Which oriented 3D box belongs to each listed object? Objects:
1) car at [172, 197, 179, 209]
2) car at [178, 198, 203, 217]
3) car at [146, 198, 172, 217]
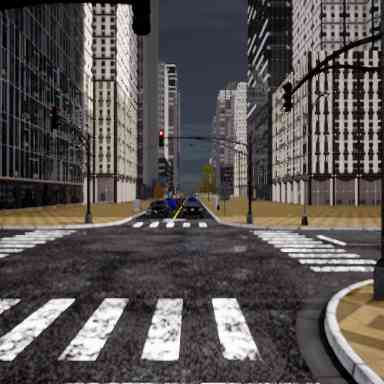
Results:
[{"bbox_3d":[-3.166,1.507,45.044,1.882,1.535,5.008,0,0,0],"label":"car"},{"bbox_3d":[0.054,1.569,31.192,2.033,1.411,5.357,0,0,0],"label":"car"},{"bbox_3d":[-3.150,1.527,31.301,1.837,1.490,4.892,0,0,0],"label":"car"}]
